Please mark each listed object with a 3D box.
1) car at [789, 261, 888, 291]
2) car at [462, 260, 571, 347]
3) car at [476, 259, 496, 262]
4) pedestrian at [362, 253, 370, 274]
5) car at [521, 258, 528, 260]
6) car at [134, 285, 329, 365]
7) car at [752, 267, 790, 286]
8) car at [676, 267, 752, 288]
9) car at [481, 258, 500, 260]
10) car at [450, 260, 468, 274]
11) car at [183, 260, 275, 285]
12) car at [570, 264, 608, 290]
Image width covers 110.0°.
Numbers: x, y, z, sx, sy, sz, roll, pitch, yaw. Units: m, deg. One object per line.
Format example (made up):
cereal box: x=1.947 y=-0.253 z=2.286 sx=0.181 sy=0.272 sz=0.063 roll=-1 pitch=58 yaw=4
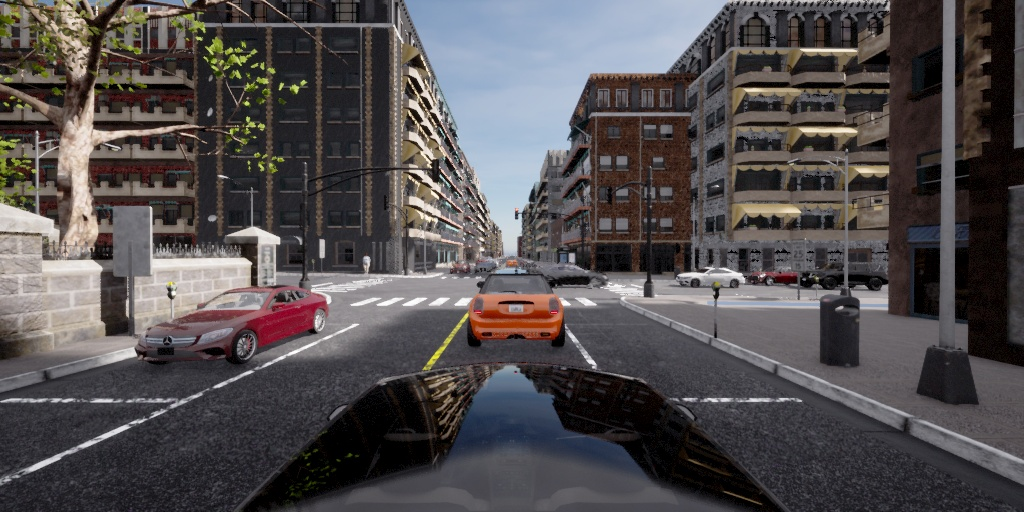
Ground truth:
car: x=24.216 y=1.417 z=26.364 sx=5.566 sy=2.045 sz=2.150 roll=1 pitch=0 yaw=-1
car: x=0.113 y=1.101 z=9.507 sx=2.097 sy=1.767 sz=4.553 roll=0 pitch=0 yaw=1
car: x=-3.160 y=1.312 z=41.004 sx=1.994 sy=1.385 sz=4.181 roll=0 pitch=0 yaw=0
pedestrian: x=-12.764 y=0.651 z=31.386 sx=0.375 sy=1.860 sz=0.375 roll=0 pitch=-1 yaw=-1
car: x=2.605 y=1.298 z=51.692 sx=2.007 sy=1.370 sz=4.403 roll=0 pitch=0 yaw=0
car: x=-5.700 y=1.331 z=7.995 sx=1.802 sy=1.307 sz=4.207 roll=0 pitch=0 yaw=0
car: x=21.334 y=1.570 z=28.889 sx=4.097 sy=1.591 sz=1.967 roll=0 pitch=0 yaw=-1
car: x=14.474 y=1.549 z=26.234 sx=4.674 sy=1.442 sz=1.812 roll=1 pitch=0 yaw=-2
car: x=-3.171 y=1.312 z=49.978 sx=1.994 sy=1.385 sz=4.181 roll=0 pitch=0 yaw=0
car: x=-5.756 y=1.187 z=40.406 sx=1.967 sy=1.591 sz=4.097 roll=0 pitch=0 yaw=0
car: x=-17.683 y=1.033 z=22.586 sx=4.181 sy=1.385 sz=1.994 roll=1 pitch=0 yaw=-1
car: x=3.637 y=1.264 z=22.888 sx=4.902 sy=1.511 sz=2.128 roll=1 pitch=0 yaw=-1
